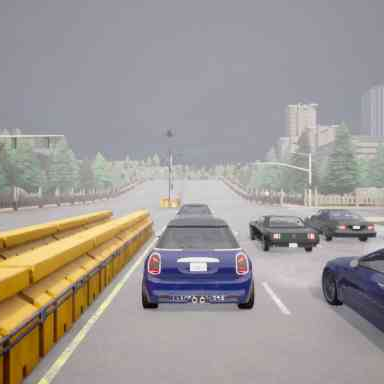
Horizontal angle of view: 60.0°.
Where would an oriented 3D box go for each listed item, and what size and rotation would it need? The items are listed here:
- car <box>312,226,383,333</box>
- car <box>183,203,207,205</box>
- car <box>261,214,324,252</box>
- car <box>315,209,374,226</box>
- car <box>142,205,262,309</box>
[{"bbox_3d":[3.614,1.526,5.063,1.812,1.442,4.674,0,0,0],"label":"car"},{"bbox_3d":[0.135,1.352,16.968,2.097,1.767,4.553,0,0,0],"label":"car"},{"bbox_3d":[3.626,1.601,14.003,1.895,1.301,4.718,0,0,1],"label":"car"},{"bbox_3d":[7.111,1.547,16.577,2.033,1.411,5.357,0,0,4],"label":"car"},{"bbox_3d":[0.117,1.352,8.032,2.097,1.767,4.553,0,0,0],"label":"car"}]
